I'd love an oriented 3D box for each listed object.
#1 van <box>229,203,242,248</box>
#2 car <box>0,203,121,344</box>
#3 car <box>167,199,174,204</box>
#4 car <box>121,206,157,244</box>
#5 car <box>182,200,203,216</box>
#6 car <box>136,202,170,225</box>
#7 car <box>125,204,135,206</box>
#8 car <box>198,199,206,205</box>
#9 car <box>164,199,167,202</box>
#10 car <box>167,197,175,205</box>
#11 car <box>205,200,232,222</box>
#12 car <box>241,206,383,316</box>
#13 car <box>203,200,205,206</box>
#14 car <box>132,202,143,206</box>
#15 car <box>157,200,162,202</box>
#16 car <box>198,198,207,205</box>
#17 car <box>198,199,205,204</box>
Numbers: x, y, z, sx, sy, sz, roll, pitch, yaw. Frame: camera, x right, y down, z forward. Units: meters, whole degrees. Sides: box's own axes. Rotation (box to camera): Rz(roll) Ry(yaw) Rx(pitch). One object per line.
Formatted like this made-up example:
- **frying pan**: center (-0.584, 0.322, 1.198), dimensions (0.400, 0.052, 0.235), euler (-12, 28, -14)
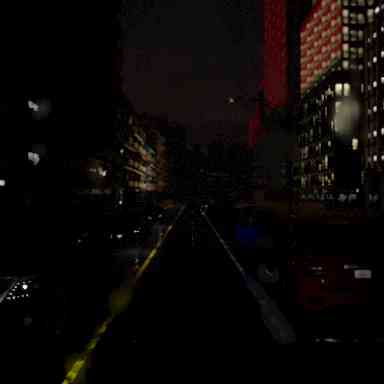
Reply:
- **van**: center (2.666, 1.477, 13.124), dimensions (1.690, 1.788, 3.998), euler (0, -1, 0)
- **car**: center (-3.133, 1.294, 6.877), dimensions (2.150, 2.045, 5.566), euler (0, -1, -1)
- **car**: center (-5.831, 2.547, 90.308), dimensions (1.752, 1.417, 4.829), euler (0, -1, 0)
- **car**: center (-3.119, 1.680, 16.815), dimensions (1.837, 1.490, 4.892), euler (0, 0, 0)
- **car**: center (0.029, 1.924, 37.199), dimensions (1.812, 1.442, 4.674), euler (0, -1, 0)
- **car**: center (-3.111, 1.814, 27.245), dimensions (1.812, 1.442, 4.674), euler (0, -1, 0)
- **car**: center (-5.730, 1.805, 24.162), dimensions (2.008, 1.369, 4.403), euler (0, -1, 0)
- **car**: center (2.557, 2.482, 85.134), dimensions (1.752, 1.417, 4.829), euler (0, -1, 0)
- **car**: center (-5.780, 2.149, 57.151), dimensions (1.752, 1.417, 4.829), euler (0, -1, 0)
- **car**: center (-5.814, 2.433, 79.425), dimensions (1.887, 1.381, 4.507), euler (0, -1, 0)
- **car**: center (2.640, 1.629, 29.703), dimensions (2.192, 1.841, 5.009), euler (0, -1, 0)
- **car**: center (2.674, 1.394, 7.599), dimensions (2.192, 1.841, 5.009), euler (0, -1, 0)
- **car**: center (2.624, 1.982, 40.754), dimensions (1.887, 1.381, 4.507), euler (0, -1, 0)
- **car**: center (-5.739, 1.860, 29.688), dimensions (1.887, 1.381, 4.507), euler (0, -1, 0)
- **car**: center (-5.765, 1.940, 46.269), dimensions (1.967, 1.590, 4.097), euler (0, -1, 0)
- **car**: center (2.565, 2.327, 79.438), dimensions (1.967, 1.590, 4.097), euler (0, -1, 0)
- **car**: center (2.549, 2.605, 90.490), dimensions (1.802, 1.307, 4.206), euler (0, -1, 0)
